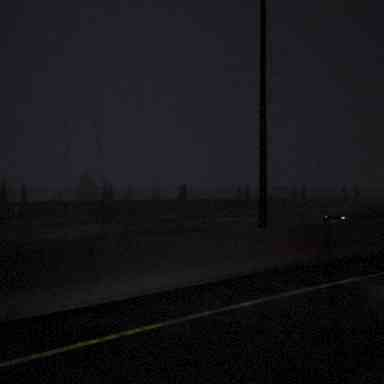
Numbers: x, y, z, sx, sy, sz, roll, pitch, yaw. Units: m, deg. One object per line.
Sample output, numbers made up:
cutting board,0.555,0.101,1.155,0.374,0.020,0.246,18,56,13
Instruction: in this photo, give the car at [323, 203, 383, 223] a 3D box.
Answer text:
car,11.197,1.455,21.672,5.357,1.411,2.033,0,0,-23
